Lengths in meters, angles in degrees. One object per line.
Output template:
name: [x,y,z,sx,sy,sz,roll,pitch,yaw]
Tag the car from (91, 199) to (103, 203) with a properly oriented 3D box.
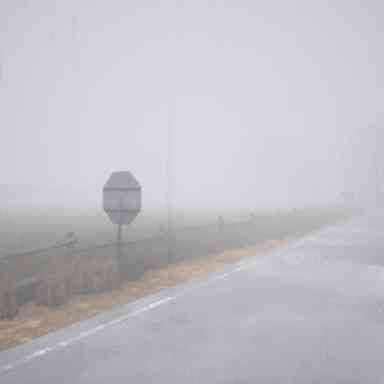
car: [-18.265,2.054,65.055,1.812,1.442,4.674,1,0,20]
